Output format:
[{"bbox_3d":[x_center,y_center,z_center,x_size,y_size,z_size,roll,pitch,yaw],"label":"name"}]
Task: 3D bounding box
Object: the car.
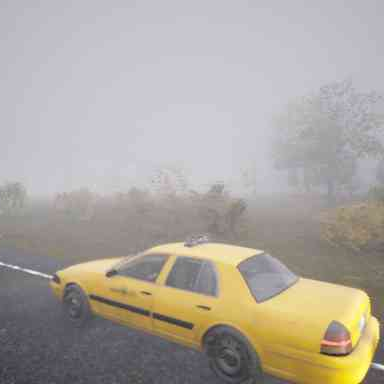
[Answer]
[{"bbox_3d":[-0.158,1.447,5.273,5.366,1.575,1.801,0,0,36],"label":"car"}]
